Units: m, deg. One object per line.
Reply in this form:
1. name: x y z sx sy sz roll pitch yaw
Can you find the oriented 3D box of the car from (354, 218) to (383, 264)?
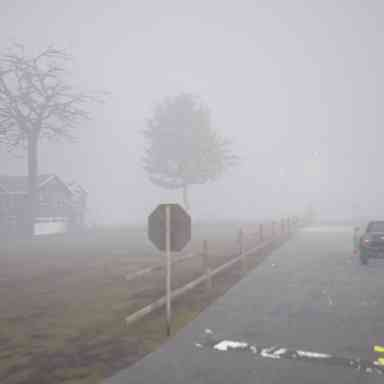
1. car: 7.970 1.857 13.801 2.097 1.767 4.553 -3 -3 23
